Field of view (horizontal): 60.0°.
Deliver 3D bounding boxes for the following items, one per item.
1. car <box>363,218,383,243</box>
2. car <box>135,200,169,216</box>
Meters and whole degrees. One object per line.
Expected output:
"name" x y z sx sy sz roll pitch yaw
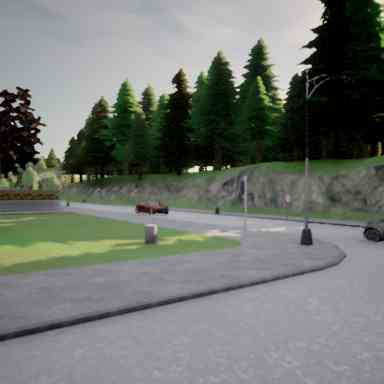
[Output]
"car" 9.948 1.697 14.773 1.994 1.385 4.181 1 0 -35
"car" -4.238 1.612 34.691 1.882 1.535 5.008 1 0 -35
